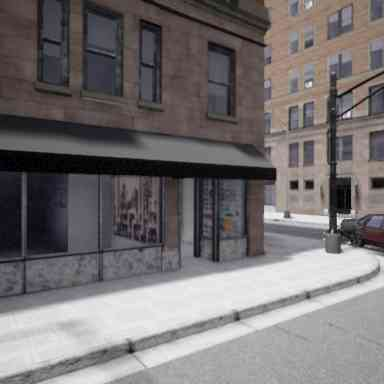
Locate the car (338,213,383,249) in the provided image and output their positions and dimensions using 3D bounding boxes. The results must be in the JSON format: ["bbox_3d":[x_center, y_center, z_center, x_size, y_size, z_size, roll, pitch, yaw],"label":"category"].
[{"bbox_3d":[7.538,1.483,11.854,2.033,1.411,5.357,0,1,-11],"label":"car"}]
